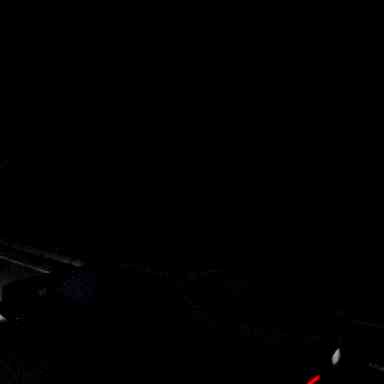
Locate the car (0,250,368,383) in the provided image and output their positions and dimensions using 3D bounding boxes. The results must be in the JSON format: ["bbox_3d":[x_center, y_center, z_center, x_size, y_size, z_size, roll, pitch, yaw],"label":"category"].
[{"bbox_3d":[-0.648,1.564,4.608,5.357,1.411,2.033,0,0,38],"label":"car"}]
